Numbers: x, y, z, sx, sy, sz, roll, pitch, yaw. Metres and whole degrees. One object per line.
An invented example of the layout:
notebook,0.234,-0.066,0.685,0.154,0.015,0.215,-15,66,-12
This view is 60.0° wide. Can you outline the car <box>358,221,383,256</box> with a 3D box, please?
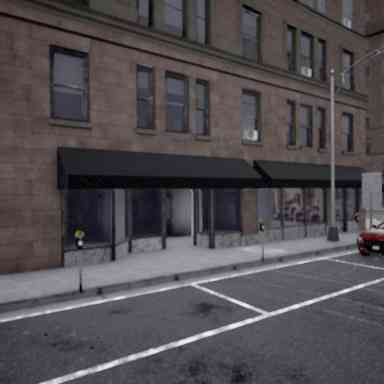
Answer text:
car,7.787,1.564,12.077,4.507,1.381,1.887,0,-1,-35
